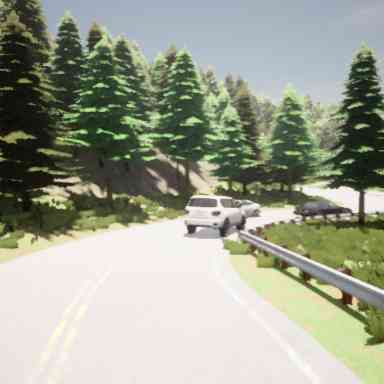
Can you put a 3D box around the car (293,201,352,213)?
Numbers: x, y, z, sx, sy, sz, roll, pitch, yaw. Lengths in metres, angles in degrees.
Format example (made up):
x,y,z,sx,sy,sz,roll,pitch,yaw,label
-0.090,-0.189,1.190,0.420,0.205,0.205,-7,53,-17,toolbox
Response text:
x,y,z,sx,sy,sz,roll,pitch,yaw,label
10.910,1.441,27.738,5.357,1.411,2.033,-1,4,-27,car

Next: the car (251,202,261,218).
x,y,z,sx,sy,sz,roll,pitch,yaw,label
3.654,1.357,26.961,4.674,1.442,1.812,-1,3,-39,car

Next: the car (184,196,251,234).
x,y,z,sx,sy,sz,roll,pitch,yaw,label
1.473,1.255,19.103,2.150,2.045,5.566,1,-1,24,car
